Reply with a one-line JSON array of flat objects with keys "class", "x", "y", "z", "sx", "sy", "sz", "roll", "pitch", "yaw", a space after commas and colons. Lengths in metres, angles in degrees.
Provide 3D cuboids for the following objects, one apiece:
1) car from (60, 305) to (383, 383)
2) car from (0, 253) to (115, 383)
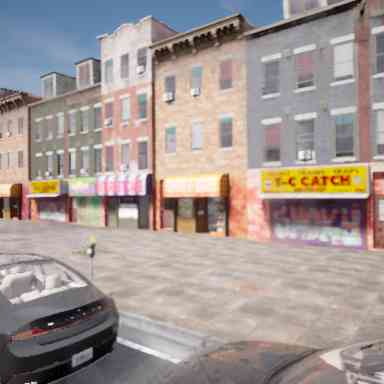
[{"class": "car", "x": 1.527, "y": 1.547, "z": 1.721, "sx": 4.403, "sy": 1.369, "sz": 2.008, "roll": -1, "pitch": 0, "yaw": 36}, {"class": "car", "x": -2.986, "y": 1.607, "z": 4.942, "sx": 4.403, "sy": 1.369, "sz": 2.008, "roll": -1, "pitch": 0, "yaw": 36}]
